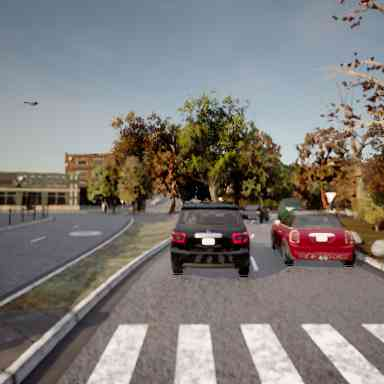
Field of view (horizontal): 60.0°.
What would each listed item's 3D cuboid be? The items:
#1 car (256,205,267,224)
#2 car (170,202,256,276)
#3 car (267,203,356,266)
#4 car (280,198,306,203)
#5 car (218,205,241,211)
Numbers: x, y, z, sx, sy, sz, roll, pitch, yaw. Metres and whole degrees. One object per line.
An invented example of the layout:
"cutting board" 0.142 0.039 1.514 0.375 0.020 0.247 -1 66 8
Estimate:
"car" 5.499 1.866 28.696 2.128 1.511 4.902 -1 -2 22
"car" 0.676 1.321 10.893 2.150 2.045 5.566 0 0 6
"car" 4.151 1.446 12.101 2.097 1.767 4.553 0 -1 7
"car" 8.366 1.543 27.246 2.150 2.045 5.566 -1 -1 22
"car" 8.292 3.532 73.970 4.892 1.490 1.837 -2 -3 37
